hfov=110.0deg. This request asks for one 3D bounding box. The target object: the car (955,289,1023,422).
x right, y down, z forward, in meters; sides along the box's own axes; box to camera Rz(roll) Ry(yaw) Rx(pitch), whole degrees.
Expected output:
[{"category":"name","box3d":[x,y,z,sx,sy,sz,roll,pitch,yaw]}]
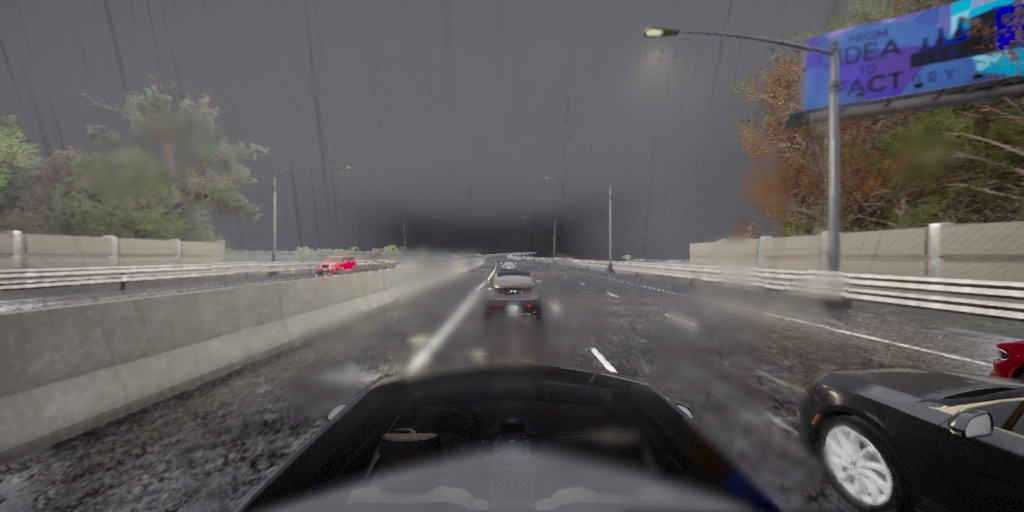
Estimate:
[{"category":"car","box3d":[7.092,1.226,2.470,1.882,1.535,5.008,0,0,0]}]

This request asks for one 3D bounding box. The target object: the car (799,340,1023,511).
[{"category":"car","box3d":[3.593,1.254,1.335,1.837,1.490,4.892,0,0,0]}]

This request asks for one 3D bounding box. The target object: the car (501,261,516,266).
[{"category":"car","box3d":[-0.414,1.293,43.264,1.994,1.385,4.181,0,0,-1]}]

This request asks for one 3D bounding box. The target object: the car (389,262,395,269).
[{"category":"car","box3d":[-14.698,1.293,47.352,1.994,1.385,4.181,0,0,-1]}]

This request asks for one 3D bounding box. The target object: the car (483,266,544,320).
[{"category":"car","box3d":[0.053,1.253,12.557,1.837,1.490,4.892,0,0,0]}]

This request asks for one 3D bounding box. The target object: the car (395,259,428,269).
[{"category":"car","box3d":[-11.025,1.335,39.672,1.895,1.301,4.718,0,0,-1]}]

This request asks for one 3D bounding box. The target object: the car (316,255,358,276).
[{"category":"car","box3d":[-17.973,0.958,37.100,2.150,2.045,5.566,0,0,-1]}]
